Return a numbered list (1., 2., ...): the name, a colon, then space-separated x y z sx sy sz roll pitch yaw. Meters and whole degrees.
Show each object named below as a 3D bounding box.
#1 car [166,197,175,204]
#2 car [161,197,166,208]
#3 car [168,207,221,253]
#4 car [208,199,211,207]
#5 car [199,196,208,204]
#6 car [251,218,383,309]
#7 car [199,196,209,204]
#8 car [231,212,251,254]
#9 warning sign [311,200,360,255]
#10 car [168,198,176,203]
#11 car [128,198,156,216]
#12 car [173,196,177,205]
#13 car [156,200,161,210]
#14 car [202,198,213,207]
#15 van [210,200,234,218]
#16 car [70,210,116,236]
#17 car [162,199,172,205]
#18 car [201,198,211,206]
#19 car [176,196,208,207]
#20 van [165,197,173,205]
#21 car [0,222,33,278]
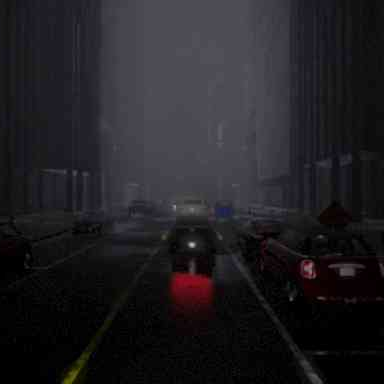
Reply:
1. car: -5.575 2.173 87.053 1.967 1.590 4.097 0 -1 0
2. car: -5.610 1.969 53.012 1.752 1.417 4.829 0 0 1
3. car: 0.020 1.642 14.297 1.837 1.490 4.892 0 0 0
4. car: 2.899 1.847 36.445 1.752 1.417 4.829 0 0 0
5. car: 2.951 2.048 87.031 2.192 1.841 5.009 0 -1 0
6. car: 2.867 1.517 8.074 1.967 1.590 4.097 0 -1 0
7. car: 2.945 1.994 81.393 2.192 1.841 5.009 0 -1 0
8. car: 2.873 1.711 13.714 1.802 1.307 4.206 0 -1 0
9. warning sign: 5.079 1.228 11.874 1.300 1.860 1.060 0 -1 0
10. car: -5.568 2.332 92.691 1.887 1.381 4.507 0 -1 0
11. car: -5.627 1.636 36.306 2.192 1.841 5.009 0 0 0
12. car: -2.925 2.109 71.789 1.812 1.442 4.674 0 0 0
13. car: -5.622 1.679 41.946 2.192 1.841 5.009 0 0 0
14. car: 2.928 1.971 64.474 1.967 1.590 4.097 0 0 0
15. van: 2.892 1.618 30.635 1.690 1.788 3.998 0 0 0
16. car: -5.647 1.731 19.386 2.008 1.369 4.403 0 -1 0
17. car: -5.586 2.192 75.774 1.947 1.339 4.313 0 0 0
18. car: 2.934 2.018 70.112 1.967 1.590 4.097 0 0 0
19. car: 0.032 1.480 29.027 2.150 2.045 5.566 0 0 0
20. van: -5.591 1.918 70.138 1.690 1.788 3.998 0 0 0
21. car: -5.659 1.517 8.109 1.967 1.590 4.097 0 -1 0
